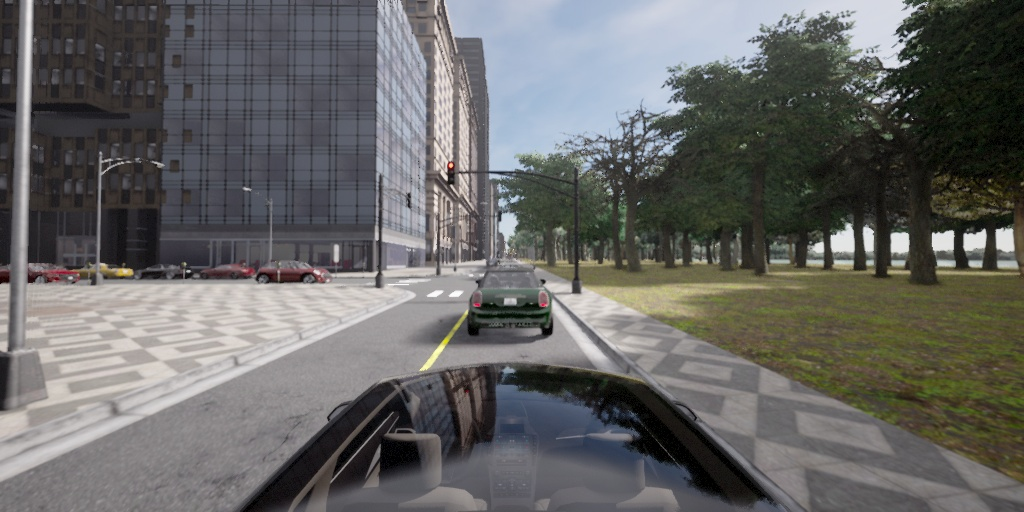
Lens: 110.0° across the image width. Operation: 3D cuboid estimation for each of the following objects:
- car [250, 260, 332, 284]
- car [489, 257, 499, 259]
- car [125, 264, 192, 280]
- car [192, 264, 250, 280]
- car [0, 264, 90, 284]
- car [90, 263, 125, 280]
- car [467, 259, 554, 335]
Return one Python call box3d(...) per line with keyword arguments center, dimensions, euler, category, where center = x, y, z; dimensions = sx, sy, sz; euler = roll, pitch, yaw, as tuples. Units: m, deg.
box3d(center=(-13.652, 1.028, 22.676), dimensions=(4.097, 1.591, 1.967), euler=(0, 0, -1), category="car")
box3d(center=(-3.364, 1.143, 60.270), dimensions=(2.128, 1.511, 4.902), euler=(0, 0, 0), category="car")
box3d(center=(-30.135, 1.351, 31.089), dimensions=(4.313, 1.339, 1.948), euler=(0, 0, 0), category="car")
box3d(center=(-24.648, 1.364, 31.126), dimensions=(4.207, 1.307, 1.802), euler=(0, 0, 0), category="car")
box3d(center=(-30.082, 1.142, 22.566), dimensions=(4.507, 1.381, 1.888), euler=(0, 0, 0), category="car")
box3d(center=(-35.792, 1.313, 31.051), dimensions=(4.829, 1.417, 1.751), euler=(0, 0, 0), category="car")
box3d(center=(-0.034, 1.070, 10.499), dimensions=(2.097, 1.767, 4.553), euler=(0, 0, 0), category="car")
